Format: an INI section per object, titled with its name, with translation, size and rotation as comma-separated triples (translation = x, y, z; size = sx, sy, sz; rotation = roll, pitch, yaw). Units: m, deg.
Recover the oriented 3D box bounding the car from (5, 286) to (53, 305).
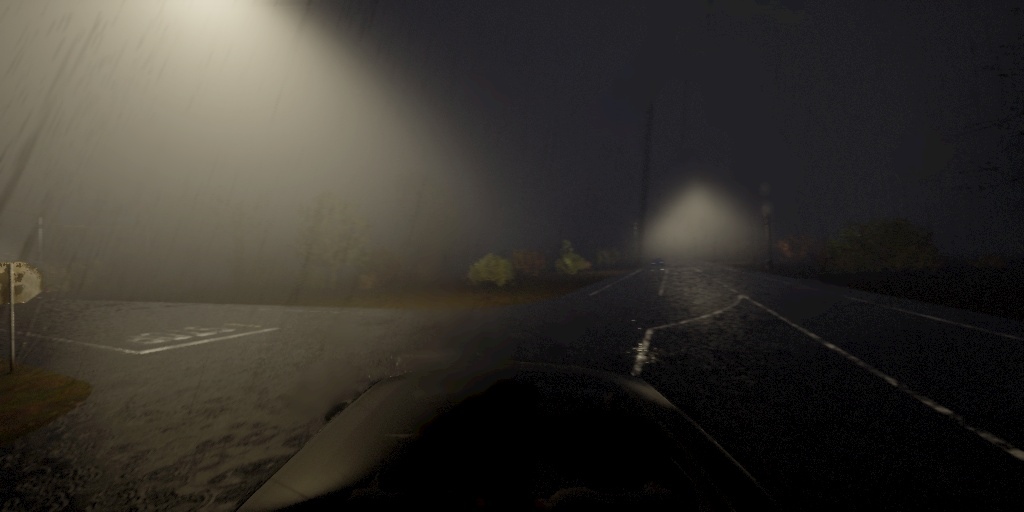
[car]
translation = -39.702, 3.171, 29.407
size = 4.902, 1.511, 2.128
rotation = -3, -1, 26
